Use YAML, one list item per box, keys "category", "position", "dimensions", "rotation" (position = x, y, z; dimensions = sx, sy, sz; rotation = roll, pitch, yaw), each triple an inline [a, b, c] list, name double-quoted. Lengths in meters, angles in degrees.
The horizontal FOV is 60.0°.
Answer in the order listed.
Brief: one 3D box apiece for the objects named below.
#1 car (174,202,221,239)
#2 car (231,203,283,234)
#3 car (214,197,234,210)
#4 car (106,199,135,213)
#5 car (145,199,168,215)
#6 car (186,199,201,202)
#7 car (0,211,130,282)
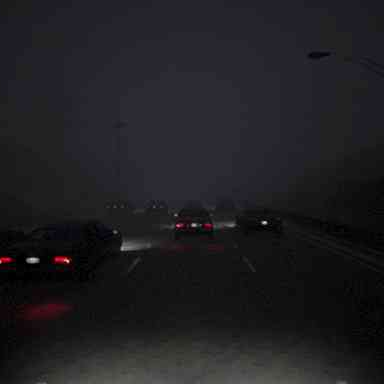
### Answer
- category: "car"
  position: [0.089, 1.471, 16.807]
  dimensions: [2.033, 1.411, 5.357]
  rotation: [0, 0, 0]
- category: "car"
  position: [3.588, 1.481, 18.442]
  dimensions: [1.994, 1.385, 4.181]
  rotation: [0, 0, 0]
- category: "car"
  position: [3.633, 1.322, 37.601]
  dimensions: [2.128, 1.511, 4.902]
  rotation: [0, 0, 0]
- category: "car"
  position: [-6.862, 1.402, 32.252]
  dimensions: [2.033, 1.411, 5.357]
  rotation: [0, 0, 0]
- category: "car"
  position: [-3.362, 1.402, 32.256]
  dimensions: [2.033, 1.411, 5.357]
  rotation: [0, 0, 0]
- category: "car"
  position: [0.139, 1.438, 36.067]
  dimensions: [1.895, 1.301, 4.718]
  rotation: [0, 0, 0]
- category: "car"
  position: [-3.407, 1.504, 9.628]
  dimensions: [2.033, 1.411, 5.357]
  rotation: [0, 0, 0]
